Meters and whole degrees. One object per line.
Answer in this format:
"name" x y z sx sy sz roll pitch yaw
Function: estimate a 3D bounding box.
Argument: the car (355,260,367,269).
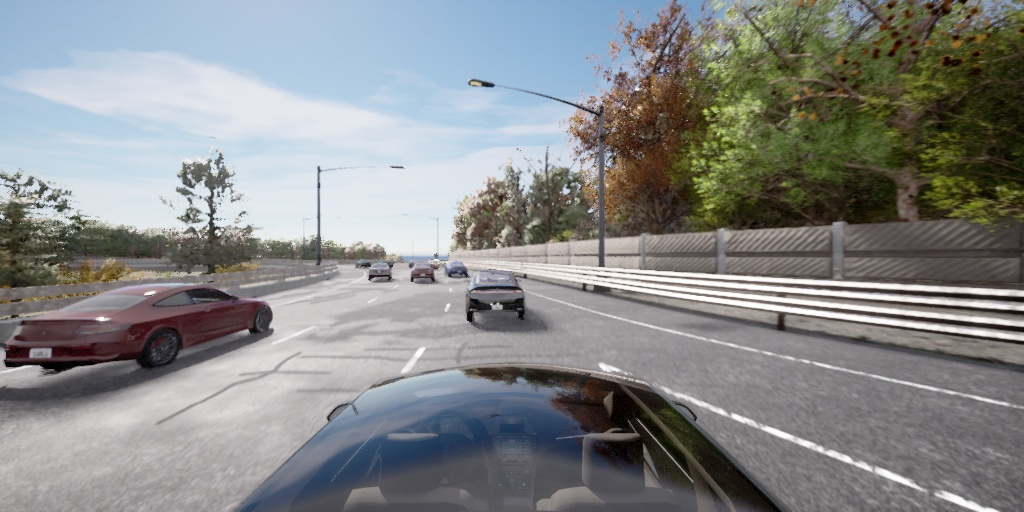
"car" -24.785 1.343 59.911 1.837 1.490 4.892 0 0 -36

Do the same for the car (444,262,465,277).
"car" -5.514 1.293 35.227 1.812 1.442 4.674 0 0 -17

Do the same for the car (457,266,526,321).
"car" -0.665 1.243 12.599 2.128 1.511 4.902 0 0 -6

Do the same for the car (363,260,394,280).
"car" -11.531 1.337 31.564 2.033 1.411 5.357 0 0 -17

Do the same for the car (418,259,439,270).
"car" -11.780 1.390 51.141 1.895 1.301 4.718 0 0 -24

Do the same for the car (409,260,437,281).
"car" -7.496 1.301 29.930 1.812 1.442 4.674 0 0 -15

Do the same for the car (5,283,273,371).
"car" -7.267 1.302 7.717 1.812 1.442 4.674 0 0 -4
